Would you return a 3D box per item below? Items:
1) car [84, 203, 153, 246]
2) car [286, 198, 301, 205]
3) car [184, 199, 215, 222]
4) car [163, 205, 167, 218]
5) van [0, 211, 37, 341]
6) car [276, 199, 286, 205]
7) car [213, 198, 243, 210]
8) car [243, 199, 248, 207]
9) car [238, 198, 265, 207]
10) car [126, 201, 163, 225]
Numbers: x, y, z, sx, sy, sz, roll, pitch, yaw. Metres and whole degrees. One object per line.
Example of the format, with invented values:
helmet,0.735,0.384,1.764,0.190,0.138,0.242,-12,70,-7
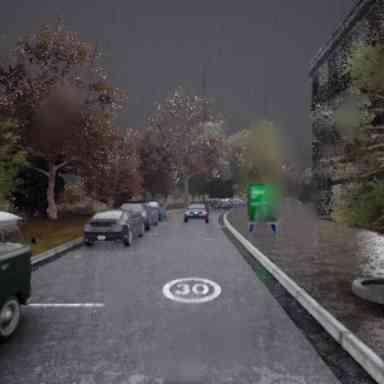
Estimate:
car,-3.408,1.494,15.274,2.231,1.521,4.892,0,0,2
car,19.126,1.983,64.590,4.892,1.521,2.231,1,-4,-32
car,0.488,1.512,25.920,2.033,1.411,5.357,0,0,5
car,-3.168,1.477,26.685,2.097,1.535,5.008,0,0,2
van,-3.628,1.260,4.021,1.878,1.987,4.442,1,0,2
car,14.475,1.920,61.226,5.008,1.535,2.097,1,-4,-40
car,4.675,1.490,42.388,1.812,1.442,4.674,-2,-1,24
car,6.837,1.705,52.982,2.097,1.535,5.008,-3,-4,36
car,10.365,1.810,57.430,2.231,1.521,4.892,-4,-4,42
car,-3.408,1.358,20.983,2.185,1.767,4.553,-1,0,2
